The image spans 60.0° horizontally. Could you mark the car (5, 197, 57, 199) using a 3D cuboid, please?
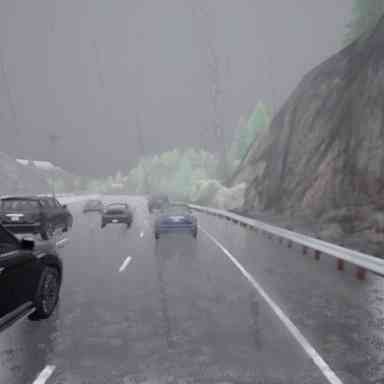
[{"bbox_3d":[-7.842,1.239,16.962,2.150,2.045,5.566,0,0,-5],"label":"car"}]

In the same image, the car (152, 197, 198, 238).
[{"bbox_3d":[-0.934,1.355,17.929,2.097,1.767,4.553,0,0,-5],"label":"car"}]

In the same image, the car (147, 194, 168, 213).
[{"bbox_3d":[-3.798,1.231,37.499,2.150,2.045,5.566,0,0,-11],"label":"car"}]

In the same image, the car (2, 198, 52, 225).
[{"bbox_3d":[-12.411,1.379,25.348,2.097,1.767,4.553,0,0,-8],"label":"car"}]

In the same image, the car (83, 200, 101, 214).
[{"bbox_3d":[-10.658,1.572,36.195,2.033,1.411,5.357,0,0,-11],"label":"car"}]

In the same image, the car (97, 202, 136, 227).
[{"bbox_3d":[-4.976,1.516,22.677,1.837,1.490,4.892,0,0,-7],"label":"car"}]

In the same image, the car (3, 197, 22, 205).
[{"bbox_3d":[-33.847,1.626,62.818,1.994,1.385,4.181,0,0,-11],"label":"car"}]

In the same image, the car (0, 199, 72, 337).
[{"bbox_3d":[-3.543,1.230,4.167,2.150,2.045,5.566,0,0,-2],"label":"car"}]
